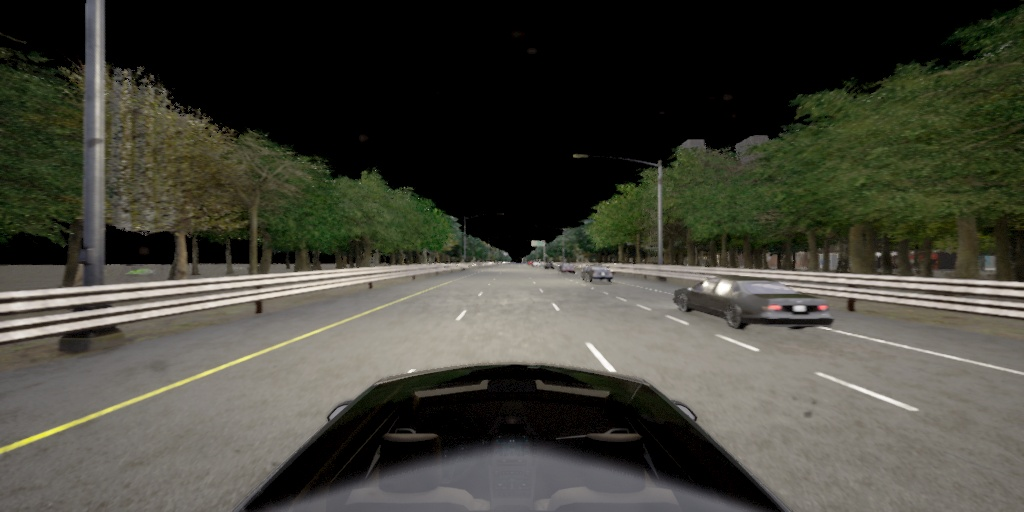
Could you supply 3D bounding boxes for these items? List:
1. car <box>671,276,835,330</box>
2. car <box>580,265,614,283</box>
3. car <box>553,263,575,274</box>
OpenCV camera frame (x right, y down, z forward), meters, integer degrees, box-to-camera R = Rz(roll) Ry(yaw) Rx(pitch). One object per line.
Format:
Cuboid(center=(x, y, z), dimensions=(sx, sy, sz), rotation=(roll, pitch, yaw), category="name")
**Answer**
Cuboid(center=(7.008, 1.337, 11.244), dimensions=(2.033, 1.411, 5.357), rotation=(0, 0, 0), category="car")
Cuboid(center=(7.056, 1.475, 30.276), dimensions=(2.033, 1.411, 5.357), rotation=(0, -1, 0), category="car")
Cuboid(center=(7.133, 1.686, 47.673), dimensions=(2.033, 1.411, 5.357), rotation=(0, -1, 0), category="car")
